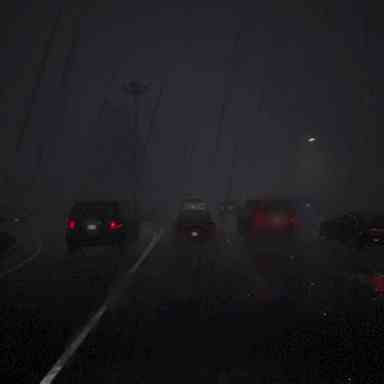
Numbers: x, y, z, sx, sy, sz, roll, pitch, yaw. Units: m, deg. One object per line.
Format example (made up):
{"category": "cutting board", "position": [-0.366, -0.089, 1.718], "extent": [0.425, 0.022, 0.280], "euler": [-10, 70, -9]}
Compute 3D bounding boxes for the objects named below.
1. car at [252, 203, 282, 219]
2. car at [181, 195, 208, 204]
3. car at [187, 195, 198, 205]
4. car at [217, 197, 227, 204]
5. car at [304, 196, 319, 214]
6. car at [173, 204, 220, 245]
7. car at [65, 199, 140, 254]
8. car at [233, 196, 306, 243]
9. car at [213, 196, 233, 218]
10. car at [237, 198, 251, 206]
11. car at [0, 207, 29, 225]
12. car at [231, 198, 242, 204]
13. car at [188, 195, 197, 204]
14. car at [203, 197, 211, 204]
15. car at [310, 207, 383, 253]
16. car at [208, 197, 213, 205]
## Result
{"category": "car", "position": [7.122, 1.825, 32.136], "extent": [1.895, 1.301, 4.718], "euler": [0, 0, 0]}
{"category": "car", "position": [0.122, 1.450, 32.707], "extent": [2.150, 2.045, 5.566], "euler": [0, 0, 0]}
{"category": "car", "position": [0.047, 1.679, 68.988], "extent": [2.150, 2.045, 5.566], "euler": [0, 0, 0]}
{"category": "car", "position": [7.055, 1.945, 79.376], "extent": [1.882, 1.535, 5.008], "euler": [0, 0, 0]}
{"category": "car", "position": [10.622, 1.451, 32.829], "extent": [2.150, 2.045, 5.566], "euler": [0, 0, 0]}
{"category": "car", "position": [0.111, 1.591, 16.128], "extent": [1.882, 1.535, 5.008], "euler": [0, 0, 0]}
{"category": "car", "position": [-3.549, 1.321, 14.142], "extent": [2.150, 2.045, 5.566], "euler": [0, 0, -2]}
{"category": "car", "position": [3.611, 1.339, 16.790], "extent": [2.150, 2.045, 5.566], "euler": [0, 0, 0]}
{"category": "car", "position": [3.622, 1.585, 33.435], "extent": [2.097, 1.767, 4.553], "euler": [0, 0, 0]}
{"category": "car", "position": [10.547, 1.983, 68.115], "extent": [2.128, 1.511, 4.902], "euler": [0, 0, 0]}
{"category": "car", "position": [-14.803, 1.781, 25.646], "extent": [4.718, 1.301, 1.895], "euler": [0, 0, 32]}
{"category": "car", "position": [10.554, 2.032, 78.570], "extent": [1.895, 1.301, 4.718], "euler": [0, 0, 0]}
{"category": "car", "position": [0.055, 1.692, 79.413], "extent": [2.150, 2.045, 5.566], "euler": [0, 0, 0]}
{"category": "car", "position": [3.555, 1.945, 79.379], "extent": [1.882, 1.535, 5.008], "euler": [0, 0, 0]}
{"category": "car", "position": [7.109, 1.591, 14.221], "extent": [2.128, 1.511, 4.902], "euler": [0, 0, 0]}
{"category": "car", "position": [3.548, 2.069, 69.400], "extent": [1.895, 1.301, 4.718], "euler": [0, 0, 0]}
